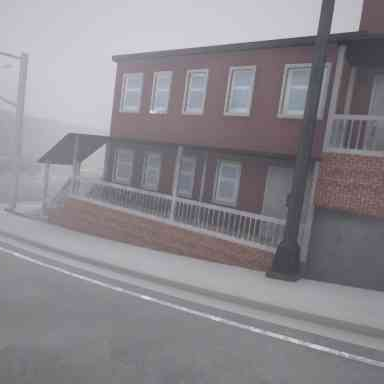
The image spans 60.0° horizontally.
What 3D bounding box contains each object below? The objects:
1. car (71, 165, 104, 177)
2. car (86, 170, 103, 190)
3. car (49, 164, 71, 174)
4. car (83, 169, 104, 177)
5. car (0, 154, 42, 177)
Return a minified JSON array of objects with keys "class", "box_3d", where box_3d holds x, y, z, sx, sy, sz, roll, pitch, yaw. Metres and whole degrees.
[{"class":"car","box_3d":[-12.076,-2.494,41.705,1.882,1.535,5.008,11,7,35]},{"class":"car","box_3d":[-6.920,-0.768,30.803,2.128,1.511,4.902,11,7,35]},{"class":"car","box_3d":[-15.847,-3.030,42.389,1.837,1.490,4.892,11,7,35]},{"class":"car","box_3d":[-8.525,-1.220,34.515,1.895,1.301,4.718,11,7,35]},{"class":"car","box_3d":[-18.016,-2.752,33.389,2.150,2.045,5.566,11,7,36]}]
